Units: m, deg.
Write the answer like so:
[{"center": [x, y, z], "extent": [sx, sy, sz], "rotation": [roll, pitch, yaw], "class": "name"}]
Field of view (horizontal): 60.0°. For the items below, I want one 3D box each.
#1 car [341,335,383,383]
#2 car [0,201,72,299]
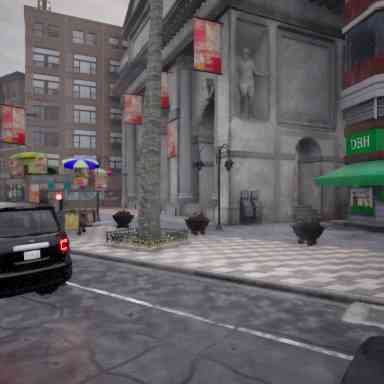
[{"center": [3.472, 1.548, 1.405], "extent": [5.357, 1.411, 2.033], "rotation": [0, 0, 37], "class": "car"}, {"center": [-5.042, 1.221, 7.538], "extent": [5.566, 2.045, 2.150], "rotation": [0, 0, 36], "class": "car"}]
